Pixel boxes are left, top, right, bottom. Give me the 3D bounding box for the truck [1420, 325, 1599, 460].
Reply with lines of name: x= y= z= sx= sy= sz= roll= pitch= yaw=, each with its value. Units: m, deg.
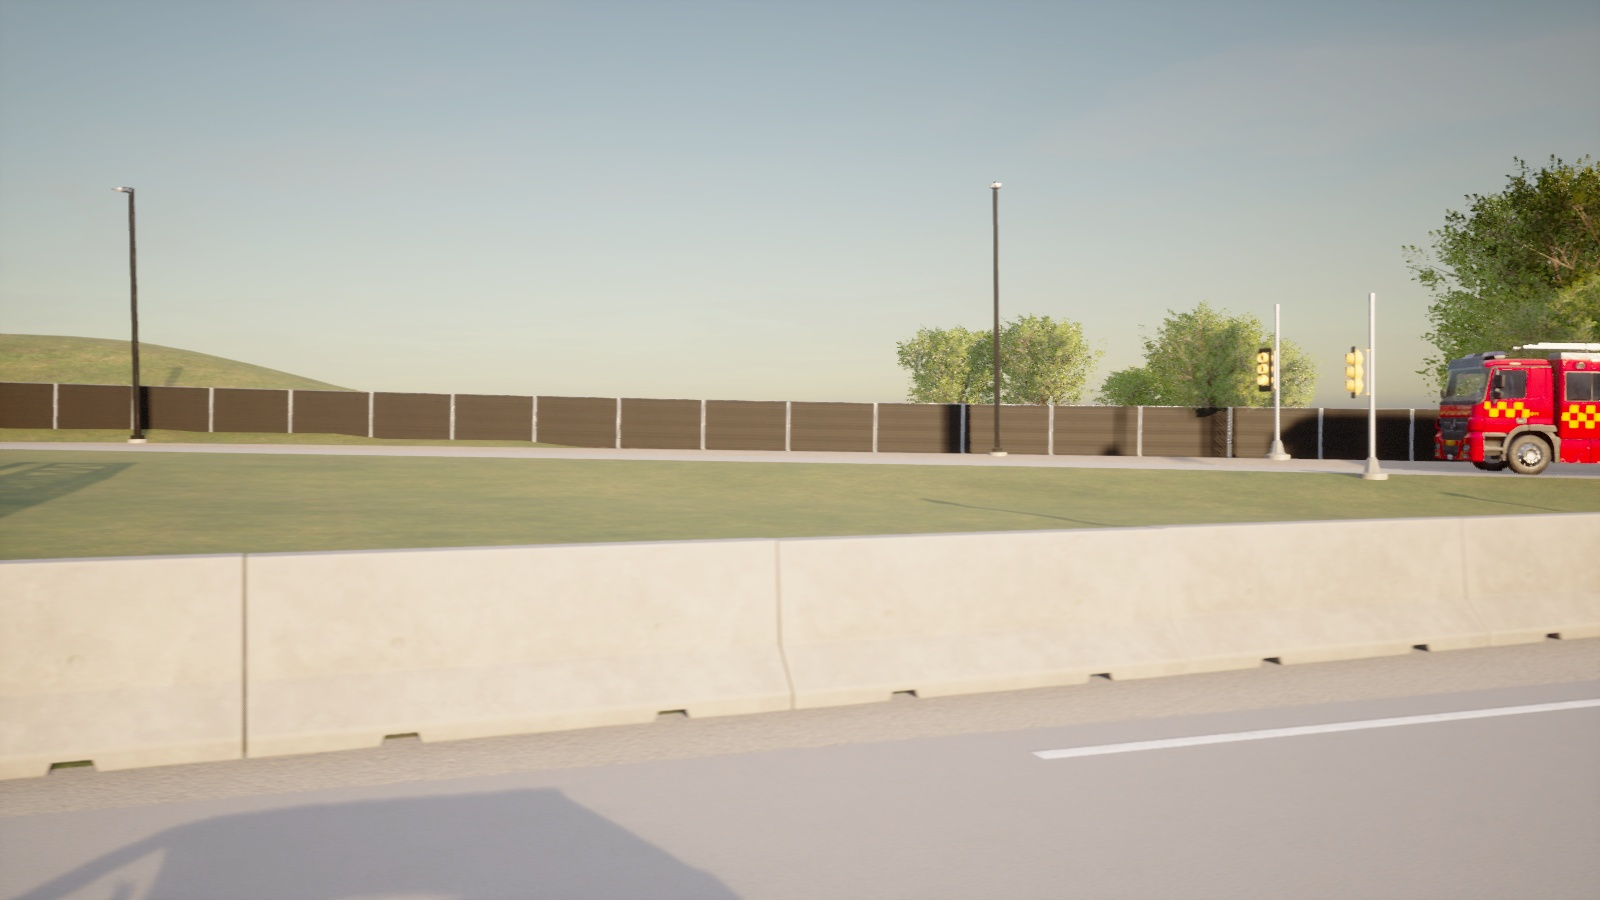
truck: x=23.280 y=-1.668 z=37.033 sx=8.468 sy=3.827 sz=2.891 roll=0 pitch=2 yaw=6
